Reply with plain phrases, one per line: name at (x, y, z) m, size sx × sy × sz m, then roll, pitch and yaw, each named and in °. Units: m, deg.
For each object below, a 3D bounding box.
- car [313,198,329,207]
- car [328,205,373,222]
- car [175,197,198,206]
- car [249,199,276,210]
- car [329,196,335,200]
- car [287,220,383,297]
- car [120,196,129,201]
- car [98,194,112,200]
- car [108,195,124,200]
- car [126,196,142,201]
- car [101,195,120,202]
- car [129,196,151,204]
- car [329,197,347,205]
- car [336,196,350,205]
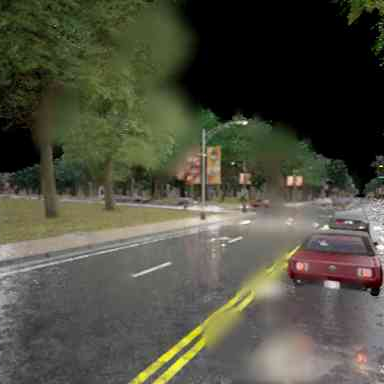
car at (24.023, 2.024, 62.560) m, size 1.812 × 1.442 × 4.674 m, roll 0°, pitch 0°, yaw 28°
car at (8.273, 1.652, 17.483) m, size 1.837 × 1.490 × 4.892 m, roll 0°, pitch 0°, yaw 27°
car at (-0.909, 1.665, 57.402) m, size 2.128 × 1.511 × 4.902 m, roll 1°, pitch 0°, yaw -39°
car at (10.184, 1.791, 48.372) m, size 1.812 × 1.442 × 4.674 m, roll 1°, pitch 0°, yaw -27°
car at (30.862, 2.140, 75.829) m, size 1.812 × 1.442 × 4.674 m, roll 0°, pitch 0°, yaw 27°
car at (3.955, 1.675, 8.966) m, size 1.895 × 1.301 × 4.718 m, roll 0°, pitch 0°, yaw 27°
car at (-17.184, 1.620, 82.109) m, size 1.994 × 1.385 × 4.181 m, roll 1°, pitch 0°, yaw -40°
car at (-23.583, 1.398, 89.793) m, size 1.812 × 1.442 × 4.674 m, roll 1°, pitch 0°, yaw -40°
car at (-21.086, 1.440, 91.873) m, size 2.033 × 1.411 × 5.357 m, roll 1°, pitch 0°, yaw -40°
car at (-14.686, 1.646, 84.188) m, size 1.994 × 1.385 × 4.181 m, roll 1°, pitch 0°, yaw -40°
car at (-19.841, 1.567, 80.221) m, size 1.812 × 1.442 × 4.674 m, roll 1°, pitch 0°, yaw -40°
car at (-10.473, 1.701, 68.975) m, size 1.895 × 1.301 × 4.718 m, roll 1°, pitch 0°, yaw -40°
car at (26.924, 2.109, 61.100) m, size 1.895 × 1.301 × 4.718 m, roll 0°, pitch 0°, yaw 28°
car at (33.970, 2.169, 74.766) m, size 2.033 × 1.411 × 5.357 m, roll 0°, pitch 0°, yaw 27°
